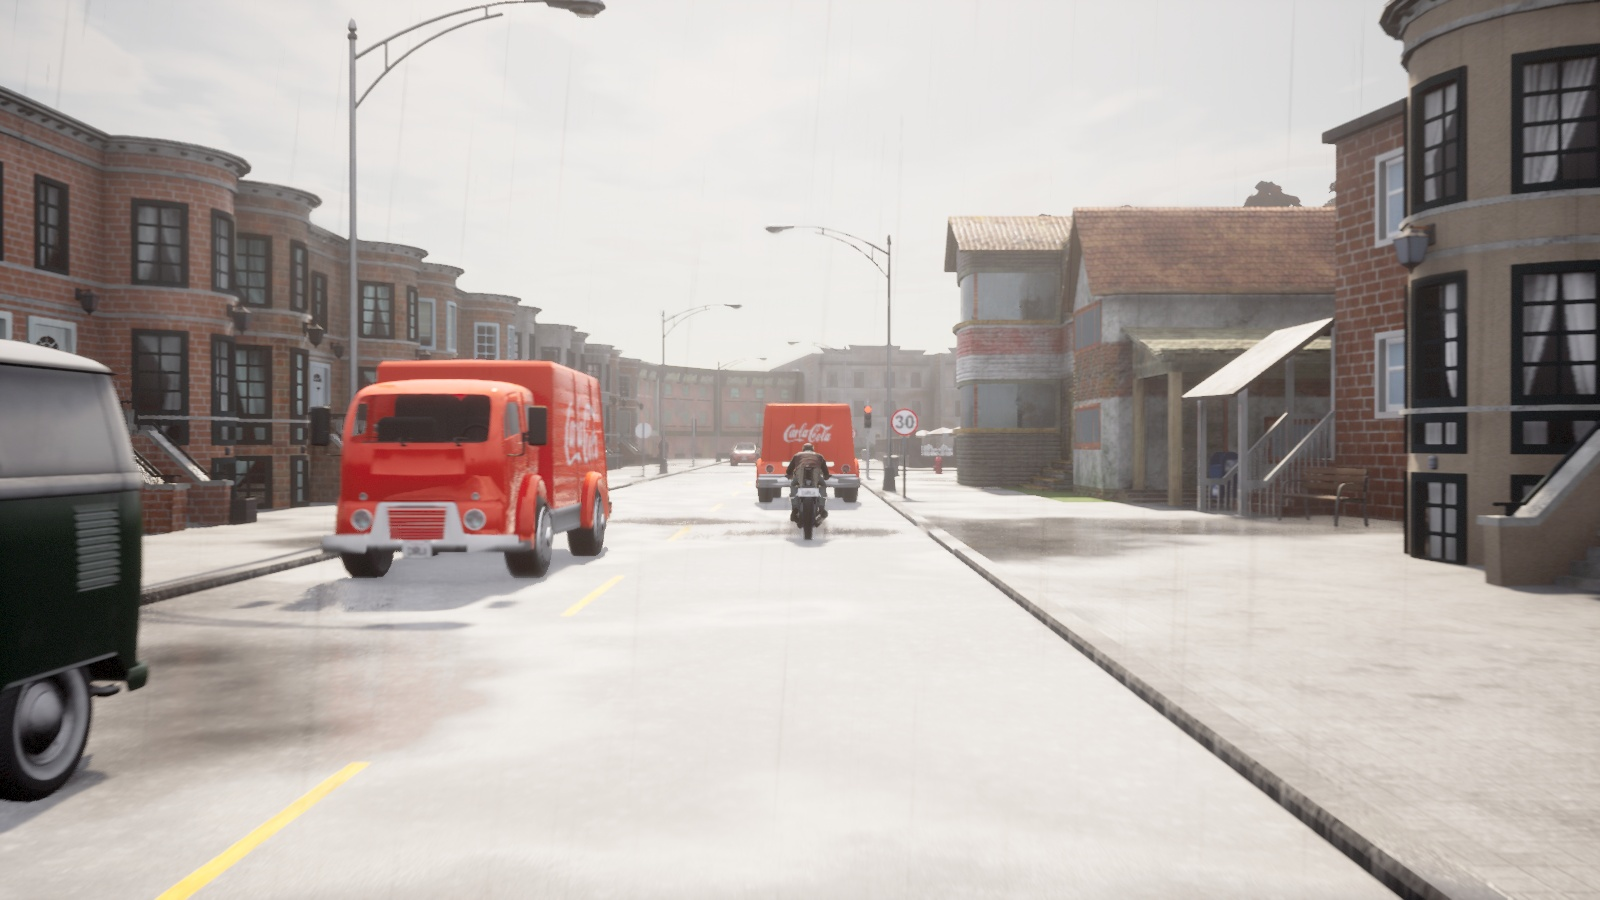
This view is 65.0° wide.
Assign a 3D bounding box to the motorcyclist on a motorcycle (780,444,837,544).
[{"bbox_3d":[0.132,0.667,20.246,0.866,1.530,2.191,0,0,0],"label":"motorcyclist on a motorcycle"}]

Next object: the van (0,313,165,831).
[{"bbox_3d":[-3.963,0.474,3.842,1.775,1.987,4.442,0,0,0],"label":"van"}]

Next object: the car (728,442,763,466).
[{"bbox_3d":[-3.532,0.227,82.265,2.007,1.525,4.514,0,0,1],"label":"car"}]

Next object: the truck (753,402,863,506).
[{"bbox_3d":[0.203,0.077,32.458,2.627,2.467,5.204,0,0,0],"label":"truck"}]

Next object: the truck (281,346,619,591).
[{"bbox_3d":[-3.897,0.171,15.235,2.627,2.467,5.204,0,0,0],"label":"truck"}]
